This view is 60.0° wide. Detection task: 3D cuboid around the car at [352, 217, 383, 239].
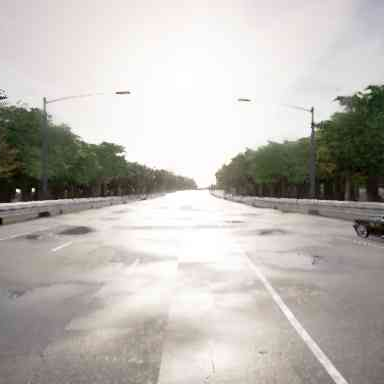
[{"bbox_3d":[8.780,1.436,13.584,1.895,1.301,4.718,0,0,-10],"label":"car"}]
